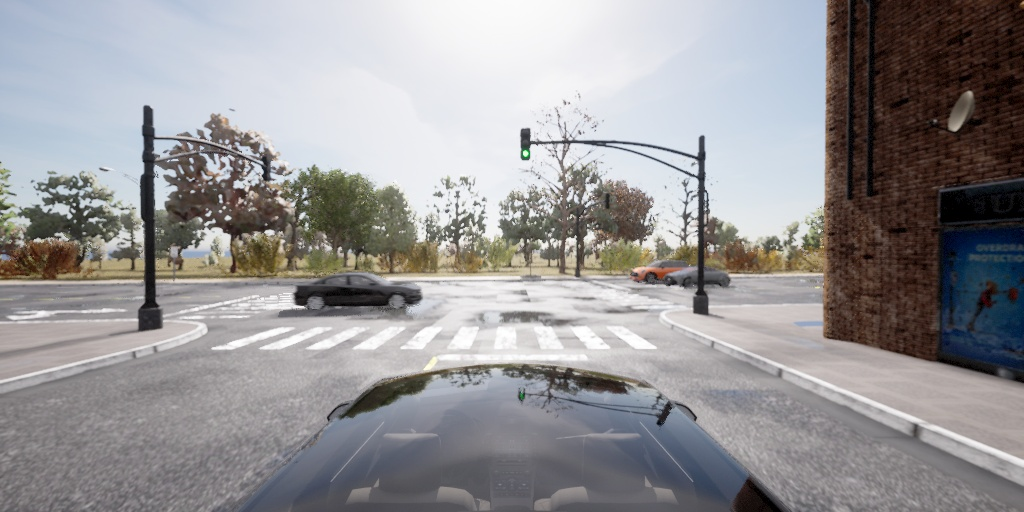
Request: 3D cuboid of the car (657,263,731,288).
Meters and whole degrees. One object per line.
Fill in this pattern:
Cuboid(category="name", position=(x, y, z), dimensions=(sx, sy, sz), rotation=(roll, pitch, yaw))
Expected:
Cuboid(category="car", position=(12.515, 1.383, 24.359), dimensions=(4.181, 1.385, 1.994), rotation=(0, 1, -9))

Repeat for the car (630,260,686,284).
Cuboid(category="car", position=(11.412, 1.134, 27.477), dimensions=(4.553, 1.767, 2.097), rotation=(0, 1, -9))

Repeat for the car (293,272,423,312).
Cuboid(category="car", position=(-6.326, 1.420, 15.039), dimensions=(5.008, 1.535, 1.882), rotation=(0, 1, -7))
